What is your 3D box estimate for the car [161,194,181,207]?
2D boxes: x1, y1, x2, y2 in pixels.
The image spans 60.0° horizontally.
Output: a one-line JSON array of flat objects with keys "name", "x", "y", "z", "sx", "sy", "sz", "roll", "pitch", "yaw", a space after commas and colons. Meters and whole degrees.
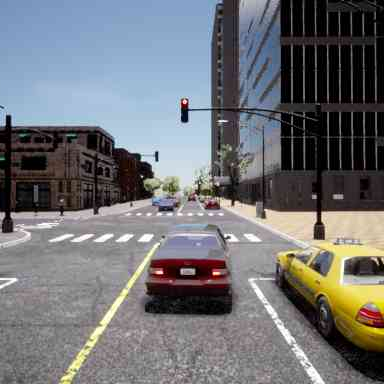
[{"name": "car", "x": -3.133, "y": 1.371, "z": 50.983, "sx": 2.097, "sy": 1.767, "sz": 4.553, "roll": 0, "pitch": 0, "yaw": 0}]

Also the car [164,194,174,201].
[{"name": "car", "x": -5.737, "y": 1.348, "z": 82.852, "sx": 2.192, "sy": 1.841, "sz": 5.009, "roll": 1, "pitch": 0, "yaw": 0}]

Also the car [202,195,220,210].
[{"name": "car", "x": 2.670, "y": 1.456, "z": 44.103, "sx": 1.967, "sy": 1.590, "sz": 4.097, "roll": 1, "pitch": 0, "yaw": 0}]

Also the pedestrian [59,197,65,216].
[{"name": "pedestrian", "x": -12.569, "y": 1.369, "z": 32.087, "sx": 0.375, "sy": 1.860, "sz": 0.375, "roll": 0, "pitch": 0, "yaw": 1}]

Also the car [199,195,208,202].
[{"name": "car", "x": 2.644, "y": 1.556, "z": 77.483, "sx": 1.752, "sy": 1.417, "sz": 4.829, "roll": 1, "pitch": 0, "yaw": 0}]

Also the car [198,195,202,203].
[{"name": "car", "x": 2.648, "y": 1.553, "z": 71.948, "sx": 1.752, "sy": 1.417, "sz": 4.829, "roll": 1, "pitch": 0, "yaw": 0}]

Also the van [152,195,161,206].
[{"name": "van", "x": -5.717, "y": 1.362, "z": 55.181, "sx": 1.690, "sy": 1.788, "sz": 3.998, "roll": 1, "pitch": 0, "yaw": 0}]

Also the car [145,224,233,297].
[{"name": "car", "x": 0.068, "y": 1.550, "z": 8.775, "sx": 2.033, "sy": 1.411, "sz": 5.357, "roll": 0, "pitch": 0, "yaw": 3}]

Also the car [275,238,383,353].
[{"name": "car", "x": 2.834, "y": 1.527, "z": 6.326, "sx": 1.752, "sy": 1.417, "sz": 4.829, "roll": 1, "pitch": 0, "yaw": 0}]

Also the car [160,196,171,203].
[{"name": "car", "x": -5.733, "y": 1.594, "z": 71.784, "sx": 1.947, "sy": 1.339, "sz": 4.313, "roll": 1, "pitch": 0, "yaw": 0}]

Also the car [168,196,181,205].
[{"name": "car", "x": -3.112, "y": 1.515, "z": 61.360, "sx": 2.128, "sy": 1.511, "sz": 4.902, "roll": 0, "pitch": 0, "yaw": 0}]

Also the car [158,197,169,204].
[{"name": "car", "x": -5.729, "y": 1.607, "z": 66.249, "sx": 1.802, "sy": 1.307, "sz": 4.206, "roll": 1, "pitch": 0, "yaw": 0}]

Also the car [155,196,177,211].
[{"name": "car", "x": -3.154, "y": 1.562, "z": 41.084, "sx": 2.033, "sy": 1.411, "sz": 5.357, "roll": 0, "pitch": 0, "yaw": -3}]

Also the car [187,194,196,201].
[{"name": "car", "x": -0.061, "y": 1.387, "z": 81.614, "sx": 2.097, "sy": 1.767, "sz": 4.553, "roll": 0, "pitch": 0, "yaw": 0}]

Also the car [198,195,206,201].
[{"name": "car", "x": 2.635, "y": 1.580, "z": 88.382, "sx": 1.887, "sy": 1.381, "sz": 4.507, "roll": 1, "pitch": 0, "yaw": 0}]
